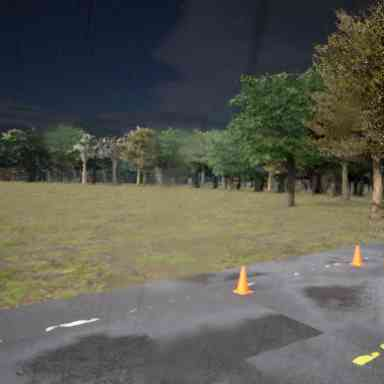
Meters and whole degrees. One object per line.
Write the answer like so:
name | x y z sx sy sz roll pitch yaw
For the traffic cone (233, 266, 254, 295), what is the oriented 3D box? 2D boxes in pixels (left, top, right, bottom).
traffic cone | 1.169 1.969 7.539 0.340 0.580 0.340 0 0 -36

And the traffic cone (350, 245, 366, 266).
traffic cone | 5.212 1.980 10.461 0.340 0.580 0.340 0 0 -36
